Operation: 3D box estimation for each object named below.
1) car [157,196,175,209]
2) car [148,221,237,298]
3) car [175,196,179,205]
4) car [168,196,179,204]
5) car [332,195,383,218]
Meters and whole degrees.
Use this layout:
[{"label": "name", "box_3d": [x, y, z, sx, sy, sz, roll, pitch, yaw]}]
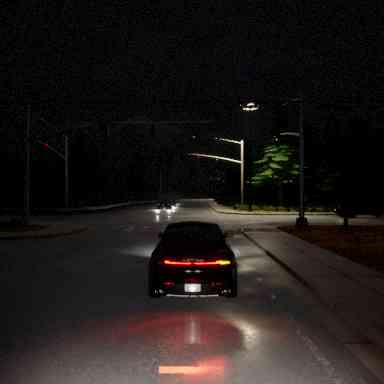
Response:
[{"label": "car", "box_3d": [-3.685, 1.505, 45.144, 1.837, 1.490, 4.892, 0, 0, 0]}, {"label": "car", "box_3d": [0.031, 1.501, 8.519, 1.837, 1.490, 4.892, 0, 0, 0]}, {"label": "car", "box_3d": [-3.685, 1.601, 55.394, 1.895, 1.301, 4.718, 0, 0, 0]}, {"label": "car", "box_3d": [-3.556, 1.505, 65.830, 1.837, 1.490, 4.892, 0, 0, 1]}, {"label": "car", "box_3d": [15.541, 1.248, 29.668, 5.566, 2.045, 2.150, 0, 0, 1]}]
